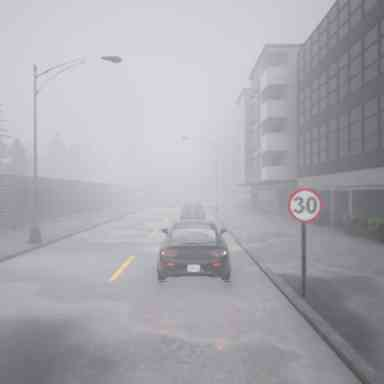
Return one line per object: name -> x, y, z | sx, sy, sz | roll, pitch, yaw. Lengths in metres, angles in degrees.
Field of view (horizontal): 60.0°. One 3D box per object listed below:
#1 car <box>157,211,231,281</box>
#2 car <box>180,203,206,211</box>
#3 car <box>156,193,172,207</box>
car -> 0.058, 1.516, 9.691 | 1.812, 1.442, 4.674 | 0, 0, 0
car -> 0.065, 1.524, 25.387 | 2.033, 1.411, 5.357 | 0, 0, 0
car -> -4.179, 1.174, 50.595 | 2.150, 2.045, 5.566 | 0, 0, -1
